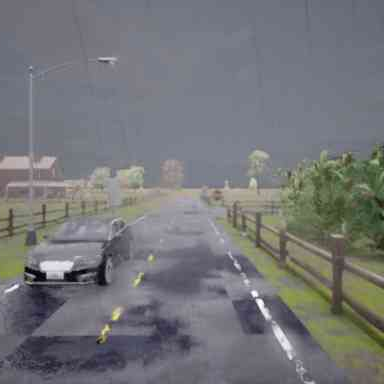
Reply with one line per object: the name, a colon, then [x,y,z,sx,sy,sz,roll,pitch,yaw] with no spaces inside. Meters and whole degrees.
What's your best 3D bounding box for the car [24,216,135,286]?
car: [-2.844,1.463,9.374,2.128,1.511,4.902,0,0,0]
